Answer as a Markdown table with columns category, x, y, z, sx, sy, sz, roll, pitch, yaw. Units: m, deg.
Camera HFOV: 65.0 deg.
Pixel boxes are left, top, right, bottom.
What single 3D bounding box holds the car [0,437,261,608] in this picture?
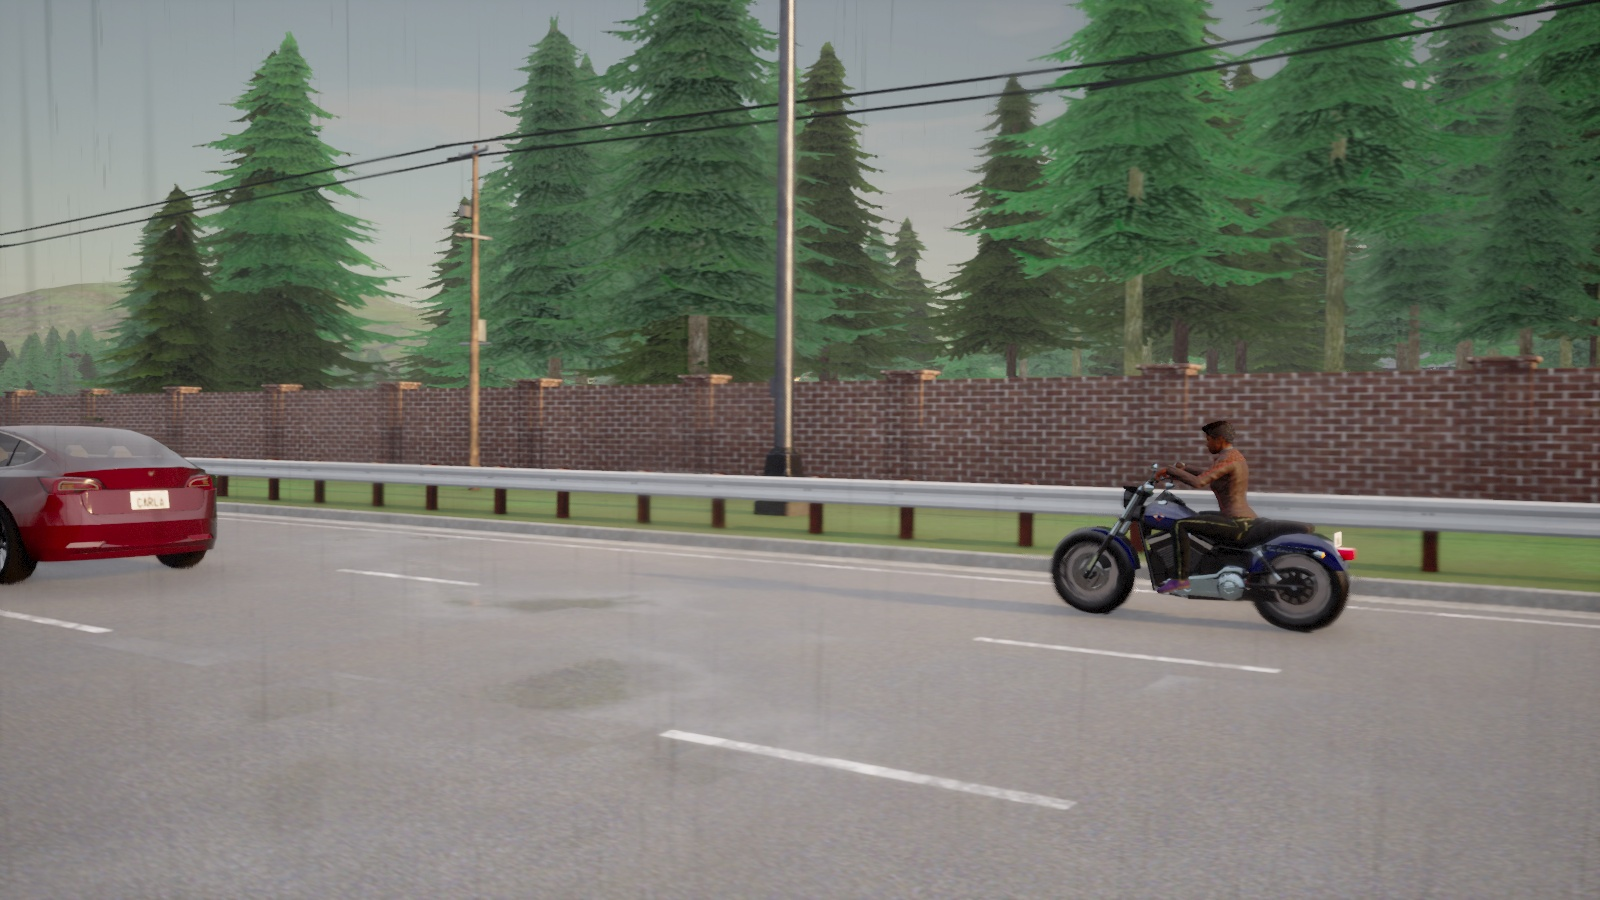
| category | x | y | z | sx | sy | sz | roll | pitch | yaw |
| --- | --- | --- | --- | --- | --- | --- | --- | --- | --- |
| car | -8.085 | 0.624 | 13.196 | 4.792 | 1.488 | 2.163 | 0 | 1 | 34 |

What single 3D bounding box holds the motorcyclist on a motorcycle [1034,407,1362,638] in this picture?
| category | x | y | z | sx | sy | sz | roll | pitch | yaw |
| --- | --- | --- | --- | --- | --- | --- | --- | --- | --- |
| motorcyclist on a motorcycle | 3.114 | 0.518 | 9.957 | 2.350 | 1.649 | 0.766 | 0 | 1 | 34 |
